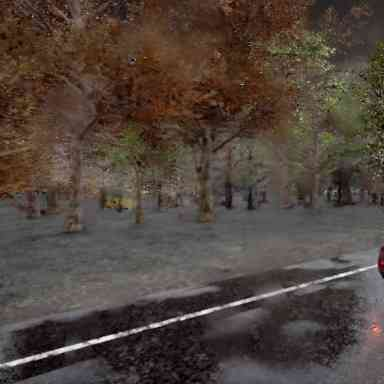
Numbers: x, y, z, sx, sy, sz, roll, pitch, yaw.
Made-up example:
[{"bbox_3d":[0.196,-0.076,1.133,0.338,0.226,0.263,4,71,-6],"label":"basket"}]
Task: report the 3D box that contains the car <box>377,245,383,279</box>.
[{"bbox_3d":[6.452,1.499,8.371,4.674,1.442,1.812,0,0,-36],"label":"car"}]
